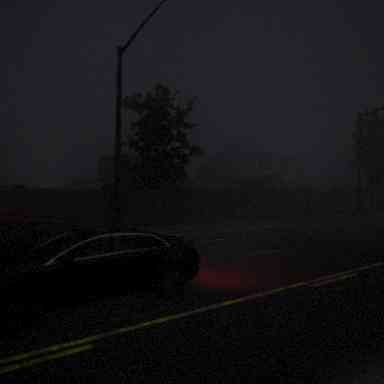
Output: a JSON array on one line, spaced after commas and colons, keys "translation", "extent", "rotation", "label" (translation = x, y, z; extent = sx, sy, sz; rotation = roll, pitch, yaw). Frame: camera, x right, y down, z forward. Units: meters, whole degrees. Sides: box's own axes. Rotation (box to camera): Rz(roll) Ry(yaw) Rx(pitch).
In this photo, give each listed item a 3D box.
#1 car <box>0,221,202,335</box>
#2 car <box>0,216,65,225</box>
[{"translation": [-2.077, 1.489, 6.810], "extent": [4.902, 1.511, 2.128], "rotation": [0, 0, -36], "label": "car"}, {"translation": [-4.804, 1.476, 9.164], "extent": [5.008, 1.535, 1.882], "rotation": [0, 0, -36], "label": "car"}]
